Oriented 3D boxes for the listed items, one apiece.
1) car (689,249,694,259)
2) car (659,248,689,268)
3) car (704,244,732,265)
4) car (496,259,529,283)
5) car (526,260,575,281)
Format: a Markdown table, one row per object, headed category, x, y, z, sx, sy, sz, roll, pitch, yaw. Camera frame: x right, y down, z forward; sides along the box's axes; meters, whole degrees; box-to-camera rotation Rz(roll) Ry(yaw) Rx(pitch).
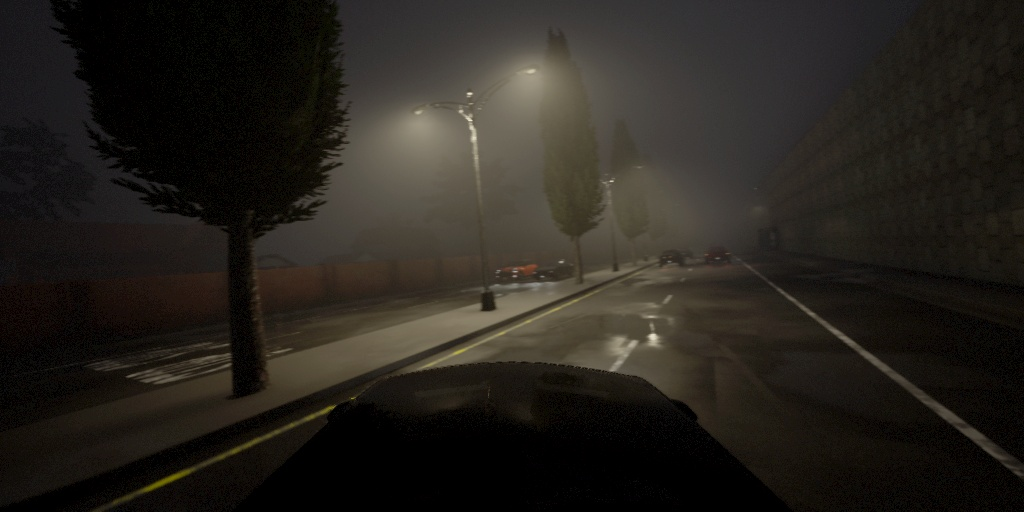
| category | x | y | z | sx | sy | sz | roll | pitch | yaw |
| --- | --- | --- | --- | --- | --- | --- | --- | --- | --- |
| car | 21.330 | -0.326 | 44.551 | 1.994 | 1.385 | 4.181 | -5 | 0 | 30 |
| car | 14.326 | 0.159 | 32.051 | 1.837 | 1.490 | 4.892 | -5 | -1 | 30 |
| car | 17.452 | -0.106 | 30.482 | 1.812 | 1.442 | 4.674 | -5 | 0 | 30 |
| car | 0.489 | 1.153 | 30.961 | 2.097 | 1.767 | 4.553 | -5 | 0 | 29 |
| car | 3.529 | 1.058 | 29.219 | 2.033 | 1.411 | 5.357 | -5 | 0 | 29 |
